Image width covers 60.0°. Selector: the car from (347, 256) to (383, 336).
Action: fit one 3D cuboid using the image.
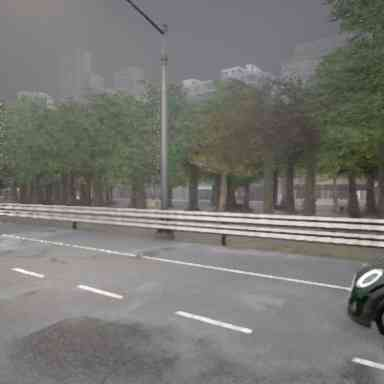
[{"bbox_3d":[4.760,1.352,4.773,4.553,1.767,2.097,0,0,35],"label":"car"}]
